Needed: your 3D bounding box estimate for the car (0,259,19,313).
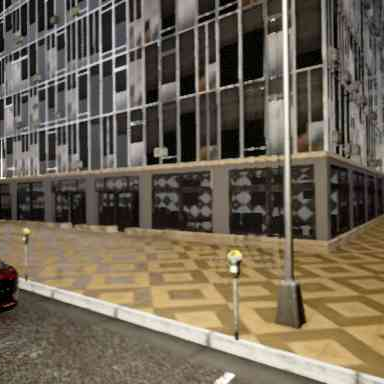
[{"bbox_3d":[-5.089,1.620,6.512,4.313,1.339,1.947,0,-1,36],"label":"car"}]
